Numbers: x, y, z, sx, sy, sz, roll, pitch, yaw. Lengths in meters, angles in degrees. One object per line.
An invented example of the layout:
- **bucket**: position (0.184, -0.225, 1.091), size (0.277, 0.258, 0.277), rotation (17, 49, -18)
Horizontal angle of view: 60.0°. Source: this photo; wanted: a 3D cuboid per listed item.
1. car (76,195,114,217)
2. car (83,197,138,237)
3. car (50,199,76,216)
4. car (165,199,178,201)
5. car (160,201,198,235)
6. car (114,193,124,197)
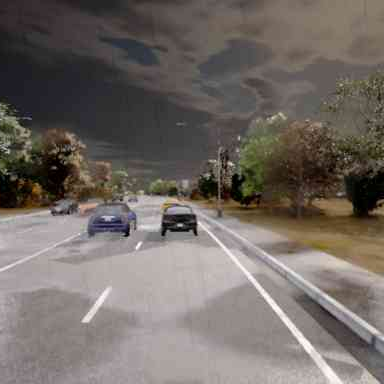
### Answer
- **car**: position (-9.001, 1.368, 31.183), size (2.097, 1.767, 4.553), rotation (0, 0, -5)
- **car**: position (-4.249, 1.361, 18.386), size (2.097, 1.767, 4.553), rotation (0, 0, -4)
- **car**: position (-12.736, 1.514, 33.578), size (2.128, 1.511, 4.902), rotation (0, 0, -5)
- **car**: position (-2.342, 1.484, 37.214), size (1.882, 1.535, 5.008), rotation (0, 0, -5)
- **car**: position (-0.766, 1.481, 18.885), size (1.882, 1.535, 5.008), rotation (0, 0, -4)
- **car**: position (-16.513, 1.230, 74.568), size (2.150, 2.045, 5.566), rotation (0, 0, -5)
